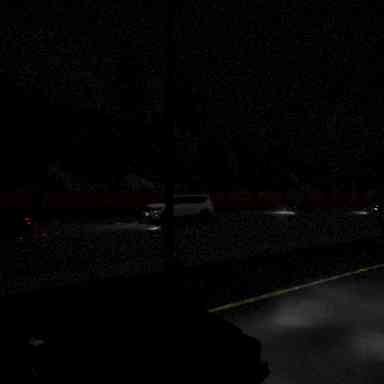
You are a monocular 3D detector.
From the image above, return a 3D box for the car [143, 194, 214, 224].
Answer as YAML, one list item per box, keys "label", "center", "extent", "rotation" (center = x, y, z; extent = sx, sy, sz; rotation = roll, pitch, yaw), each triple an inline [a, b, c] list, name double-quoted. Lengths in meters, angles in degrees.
- label: "car"
  center: [-0.885, 1.206, 24.864]
  extent: [5.566, 2.045, 2.150]
  rotation: [0, 0, -36]

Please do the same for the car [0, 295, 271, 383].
- label: "car"
  center: [-1.583, 1.601, 2.617]
  extent: [4.718, 1.301, 1.895]
  rotation: [0, 0, -36]

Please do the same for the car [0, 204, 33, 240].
- label: "car"
  center: [-9.496, 1.351, 14.417]
  extent: [4.553, 1.767, 2.097]
  rotation: [0, 0, -36]

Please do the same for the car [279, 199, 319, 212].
- label: "car"
  center: [12.509, 1.506, 38.661]
  extent: [5.357, 1.411, 2.033]
  rotation: [0, 0, -35]

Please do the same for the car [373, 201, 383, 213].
- label: "car"
  center: [18.331, 1.560, 29.917]
  extent: [4.718, 1.301, 1.895]
  rotation: [0, 0, -35]
